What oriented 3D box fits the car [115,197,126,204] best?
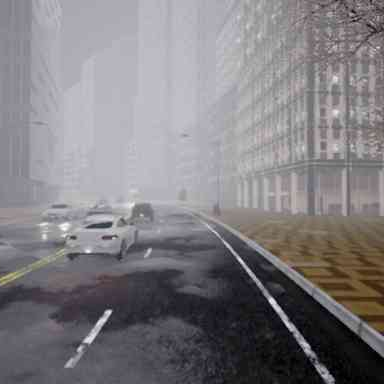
[{"bbox_3d":[-14.695,1.676,68.144,1.882,1.535,5.008,0,0,-15],"label":"car"}]

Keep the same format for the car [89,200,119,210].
[{"bbox_3d":[-7.595,1.664,27.862,1.994,1.385,4.181,0,0,-5],"label":"car"}]

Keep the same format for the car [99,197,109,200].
[{"bbox_3d":[-17.916,1.766,67.598,1.895,1.301,4.718,0,0,-15],"label":"car"}]

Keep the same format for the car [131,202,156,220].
[{"bbox_3d":[-4.239,1.622,28.995,1.837,1.490,4.892,0,0,-5],"label":"car"}]

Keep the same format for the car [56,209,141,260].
[{"bbox_3d":[-3.236,1.575,12.528,1.812,1.442,4.674,0,0,-1],"label":"car"}]

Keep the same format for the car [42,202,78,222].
[{"bbox_3d":[-10.831,1.614,27.669,1.812,1.442,4.674,0,0,-5],"label":"car"}]
